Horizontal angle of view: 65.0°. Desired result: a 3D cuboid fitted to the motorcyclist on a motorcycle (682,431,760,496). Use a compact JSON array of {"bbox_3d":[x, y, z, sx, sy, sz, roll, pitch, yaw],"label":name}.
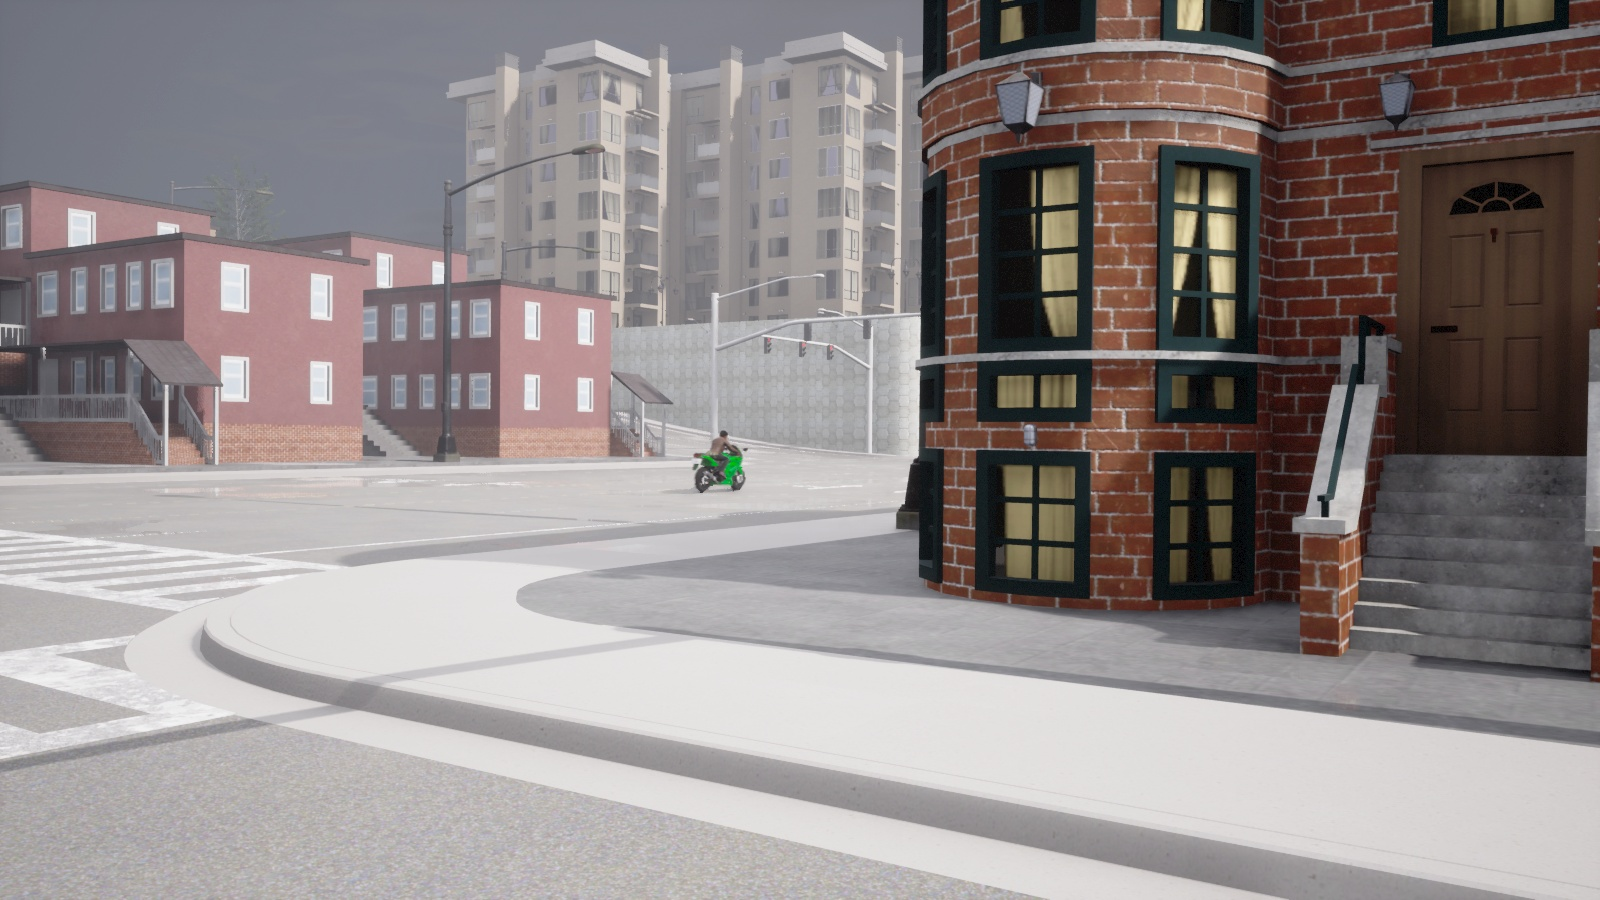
[{"bbox_3d":[-1.914,0.311,30.725,0.797,1.523,2.044,0,1,34],"label":"motorcyclist on a motorcycle"}]
